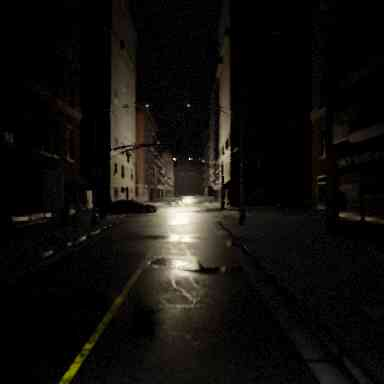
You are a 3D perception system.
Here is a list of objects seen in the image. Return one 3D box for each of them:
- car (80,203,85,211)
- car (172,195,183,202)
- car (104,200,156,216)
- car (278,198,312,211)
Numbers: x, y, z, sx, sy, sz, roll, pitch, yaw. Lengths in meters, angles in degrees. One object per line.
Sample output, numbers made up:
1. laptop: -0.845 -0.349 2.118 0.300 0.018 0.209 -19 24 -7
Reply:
1. car: -14.631 1.660 38.399 4.403 1.369 2.008 -1 0 0
2. car: -3.012 1.392 69.648 1.812 1.442 4.674 0 0 0
3. car: -6.044 1.523 32.492 5.008 1.535 1.882 -1 0 0
4. car: 12.132 1.393 38.213 4.507 1.381 1.887 -1 0 0
